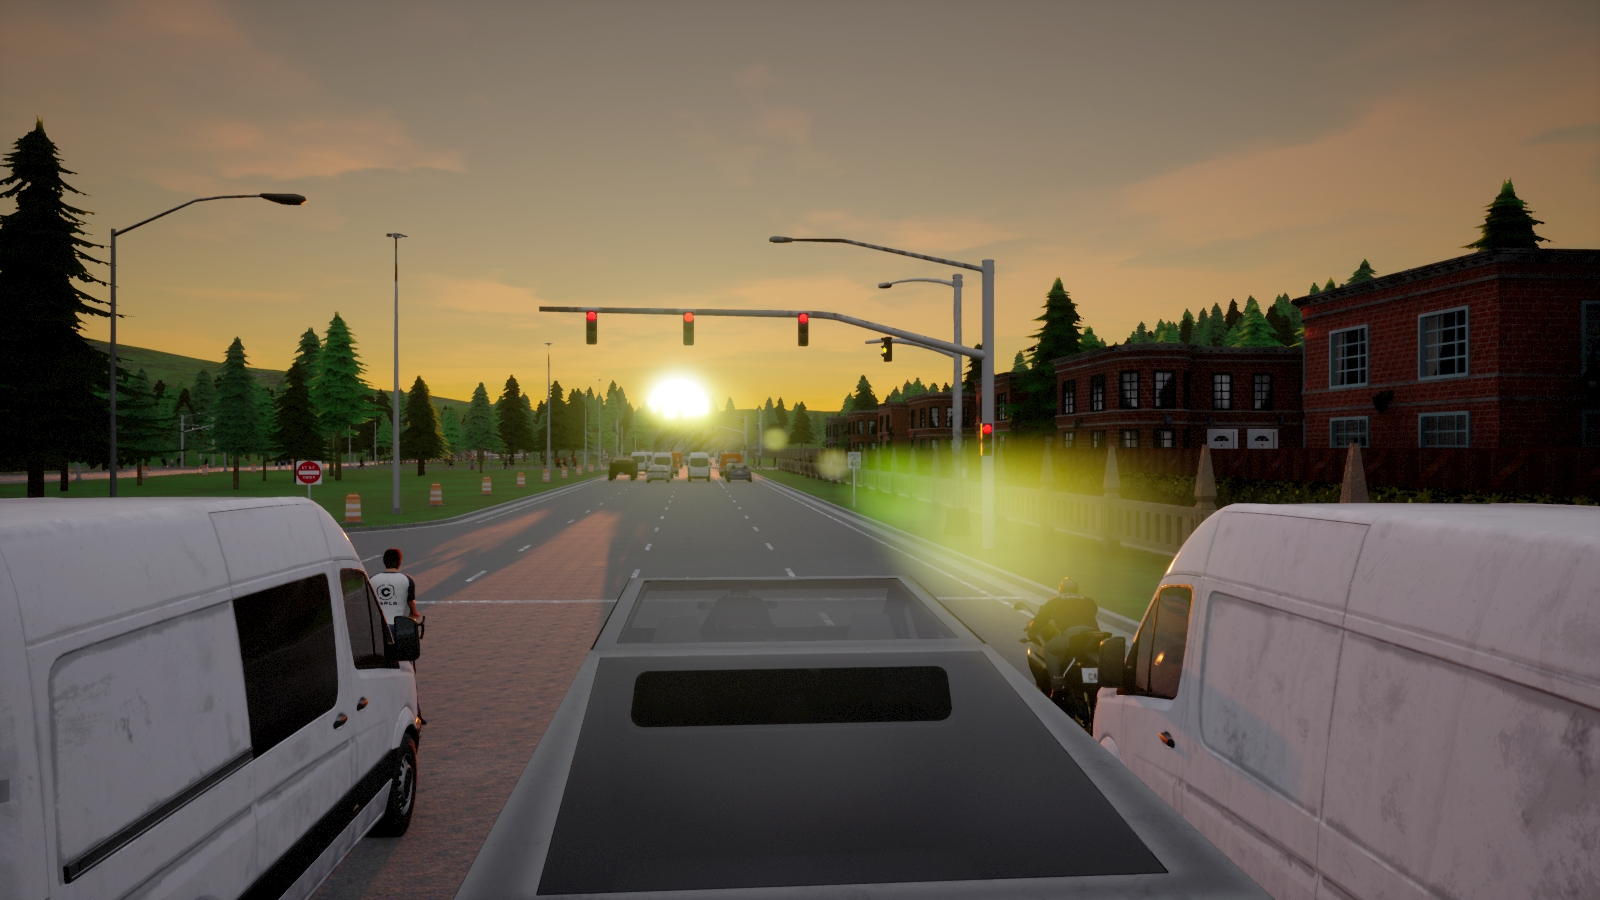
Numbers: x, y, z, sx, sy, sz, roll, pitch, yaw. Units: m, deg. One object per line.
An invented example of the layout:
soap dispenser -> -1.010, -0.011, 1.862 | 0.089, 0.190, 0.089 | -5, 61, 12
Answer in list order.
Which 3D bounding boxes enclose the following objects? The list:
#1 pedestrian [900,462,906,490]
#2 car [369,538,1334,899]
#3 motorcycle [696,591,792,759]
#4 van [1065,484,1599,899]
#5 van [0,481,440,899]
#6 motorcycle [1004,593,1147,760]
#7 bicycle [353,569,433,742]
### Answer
pedestrian -> 6.782, 1.698, 75.186 | 0.375, 1.860, 0.375 | 0, 0, -5
car -> -0.117, 1.754, 5.929 | 2.390, 2.098, 6.274 | 0, 0, -5
motorcycle -> -0.613, 2.205, 11.622 | 0.867, 1.251, 2.209 | 0, 0, -6
van -> 3.020, 1.534, 5.590 | 1.988, 2.561, 5.915 | 0, 0, -1
van -> -3.677, 1.534, 6.378 | 1.988, 2.561, 5.915 | 0, 0, -5
motorcycle -> 2.714, 2.205, 11.543 | 0.867, 1.251, 2.209 | 0, 0, -2
bicycle -> -4.173, 2.056, 11.794 | 0.373, 1.496, 1.643 | 0, 0, -5
